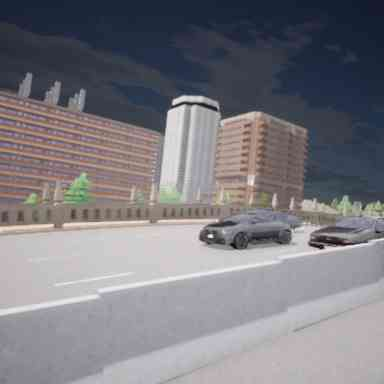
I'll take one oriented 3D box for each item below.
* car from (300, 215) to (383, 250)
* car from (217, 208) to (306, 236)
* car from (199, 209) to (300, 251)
[{"bbox_3d":[6.921,1.652,13.204,5.357,1.411,2.033,2,-1,-35],"label":"car"},{"bbox_3d":[4.255,1.712,19.893,5.357,1.411,2.033,3,-2,-35],"label":"car"},{"bbox_3d":[2.361,1.586,14.256,4.181,1.385,1.994,1,-1,-35],"label":"car"}]
